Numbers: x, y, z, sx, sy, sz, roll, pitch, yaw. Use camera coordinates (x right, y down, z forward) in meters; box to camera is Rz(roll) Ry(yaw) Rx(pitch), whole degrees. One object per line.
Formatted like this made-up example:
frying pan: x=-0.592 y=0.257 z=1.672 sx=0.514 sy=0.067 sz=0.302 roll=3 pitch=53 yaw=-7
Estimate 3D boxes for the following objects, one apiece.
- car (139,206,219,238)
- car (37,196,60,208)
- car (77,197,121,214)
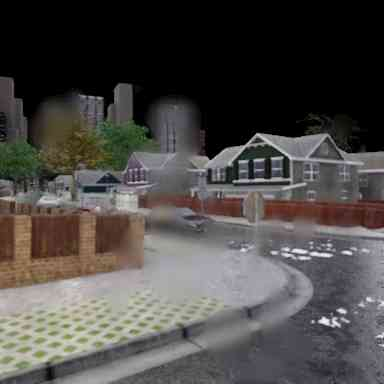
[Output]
car: x=-0.956 y=1.506 z=18.168 sx=2.033 sy=1.411 sz=5.357 roll=-1 pitch=1 yaw=-40
car: x=-16.932 y=1.233 z=39.085 sx=1.812 sy=1.442 sz=4.674 roll=-1 pitch=1 yaw=-34
car: x=-7.336 y=1.217 z=26.013 sx=2.097 sy=1.767 sz=4.553 roll=-1 pitch=1 yaw=-38
